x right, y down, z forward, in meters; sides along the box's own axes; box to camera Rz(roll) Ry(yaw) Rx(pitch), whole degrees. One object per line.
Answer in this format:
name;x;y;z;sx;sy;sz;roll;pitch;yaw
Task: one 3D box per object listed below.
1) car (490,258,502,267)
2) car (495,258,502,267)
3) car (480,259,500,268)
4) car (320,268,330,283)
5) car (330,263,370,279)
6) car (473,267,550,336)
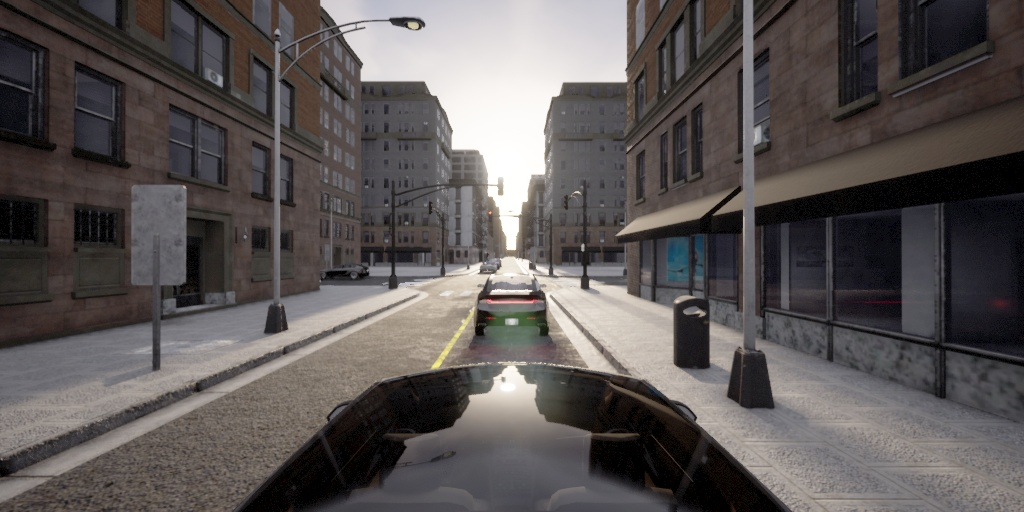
car;-2.825;1.186;64.172;1.837;1.490;4.892;0;0;0
car;-2.853;1.175;53.887;1.882;1.535;5.008;0;0;0
car;-2.857;1.315;43.648;1.895;1.301;4.718;0;0;0
car;-14.775;1.284;23.491;4.313;1.339;1.948;0;0;0
car;-14.772;1.322;31.517;4.313;1.339;1.948;0;0;0
car;-0.002;1.239;10.349;2.128;1.511;4.902;0;0;0
